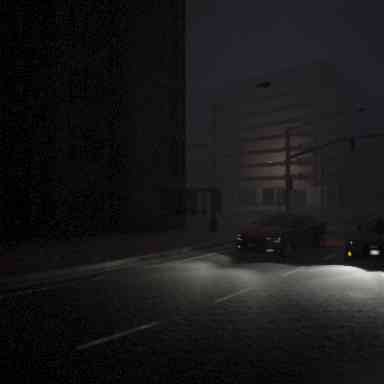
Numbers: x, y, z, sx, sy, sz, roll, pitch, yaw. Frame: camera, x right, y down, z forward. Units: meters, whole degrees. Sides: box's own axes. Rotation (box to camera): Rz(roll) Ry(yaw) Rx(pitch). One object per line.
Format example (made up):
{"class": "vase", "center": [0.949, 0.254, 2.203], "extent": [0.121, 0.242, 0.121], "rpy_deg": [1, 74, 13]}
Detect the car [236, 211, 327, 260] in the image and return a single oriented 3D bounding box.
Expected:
{"class": "car", "center": [3.686, 1.562, 13.222], "extent": [1.882, 1.535, 5.008], "rpy_deg": [0, 0, 42]}

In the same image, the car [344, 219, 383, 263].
{"class": "car", "center": [6.812, 1.639, 11.463], "extent": [1.994, 1.385, 4.181], "rpy_deg": [0, 0, 42]}
